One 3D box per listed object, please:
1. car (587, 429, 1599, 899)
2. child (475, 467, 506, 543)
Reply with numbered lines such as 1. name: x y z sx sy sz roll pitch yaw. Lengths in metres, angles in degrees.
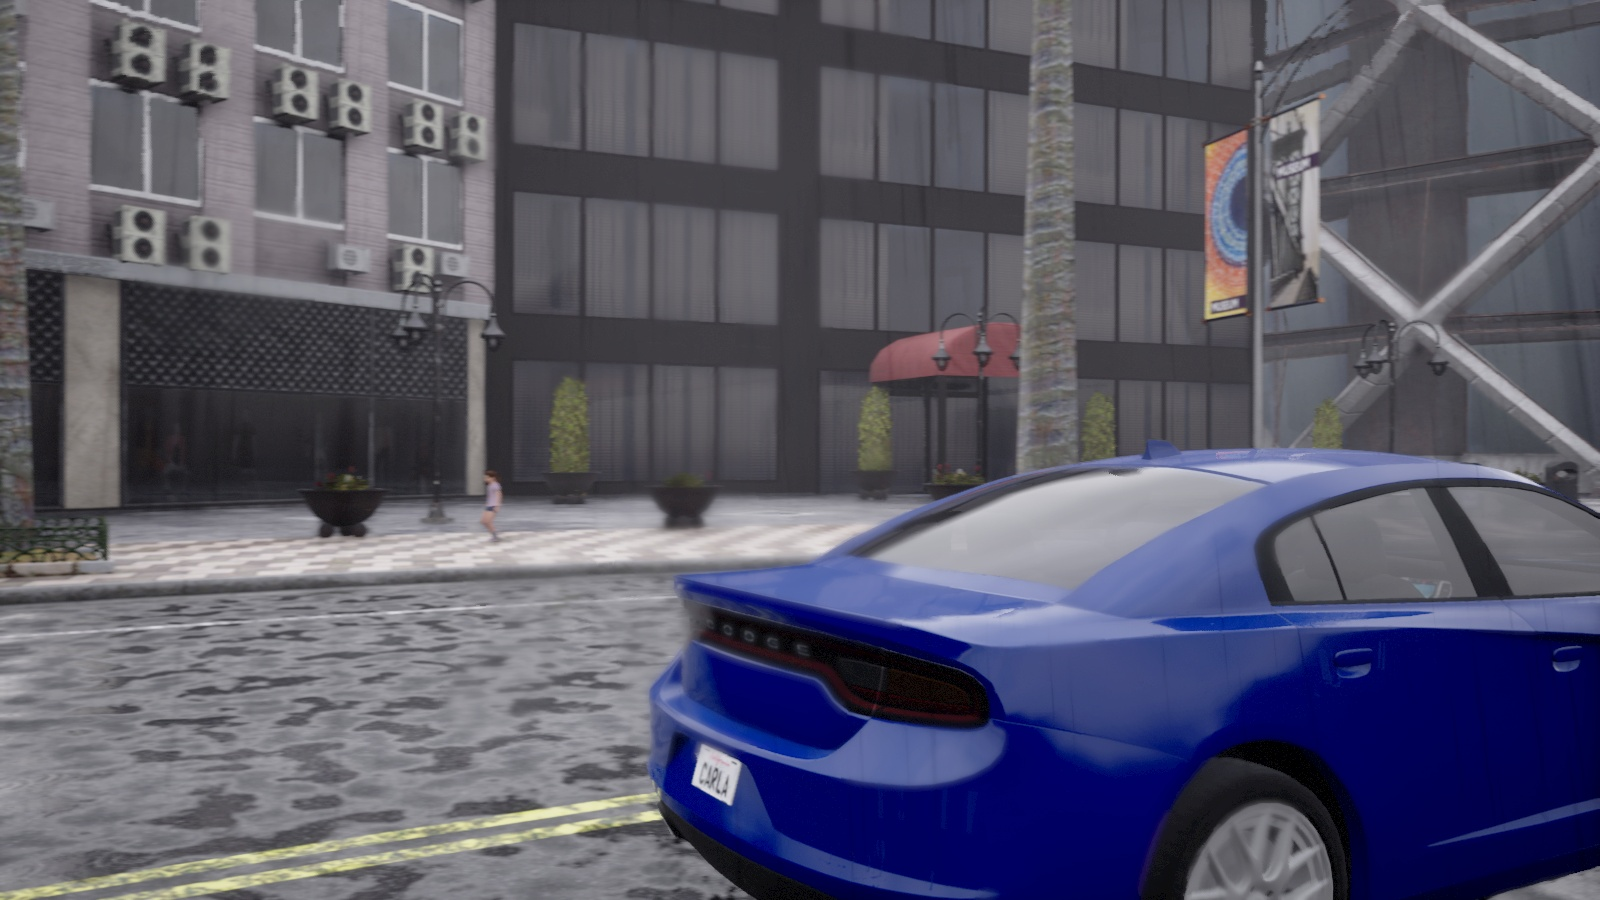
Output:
1. car: 1.930 0.726 4.618 5.008 1.535 1.882 0 0 -29
2. child: -4.621 0.817 18.730 0.394 1.110 0.255 0 0 -29
